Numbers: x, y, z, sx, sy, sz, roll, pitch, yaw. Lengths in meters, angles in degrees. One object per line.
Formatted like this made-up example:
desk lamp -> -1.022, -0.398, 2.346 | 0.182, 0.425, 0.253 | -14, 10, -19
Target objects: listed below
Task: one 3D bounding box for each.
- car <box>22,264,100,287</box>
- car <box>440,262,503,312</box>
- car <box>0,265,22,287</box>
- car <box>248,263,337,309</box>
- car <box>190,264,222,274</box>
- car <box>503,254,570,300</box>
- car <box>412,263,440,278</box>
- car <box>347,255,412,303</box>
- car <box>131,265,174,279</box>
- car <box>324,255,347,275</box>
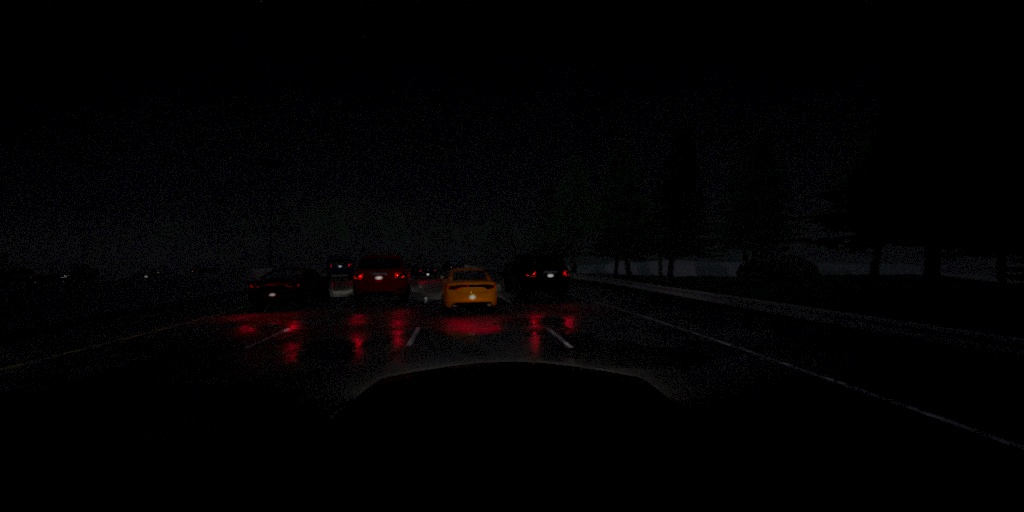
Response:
car -> -32.229, 1.330, 26.021 | 1.882, 1.535, 5.008 | 0, 0, -30
car -> -1.813, 1.201, 14.358 | 1.882, 1.535, 5.008 | 0, 0, -12
car -> -35.551, 1.364, 24.808 | 2.128, 1.511, 4.902 | 0, 0, -30
car -> -9.248, 1.238, 15.329 | 1.882, 1.535, 5.008 | 0, 0, -14
car -> -28.761, 1.412, 33.806 | 1.895, 1.301, 4.718 | 0, 0, -34
car -> 0.983, 0.921, 17.828 | 2.150, 2.045, 5.566 | 0, 0, -14
car -> -8.325, 1.305, 33.347 | 1.895, 1.301, 4.718 | 0, 0, -25
car -> -6.023, 0.961, 16.974 | 2.150, 2.045, 5.566 | 0, 0, -15
car -> -31.287, 1.433, 31.303 | 1.895, 1.301, 4.718 | 0, 0, -33
car -> -15.399, 0.967, 31.971 | 2.150, 2.045, 5.566 | 0, 0, -27
